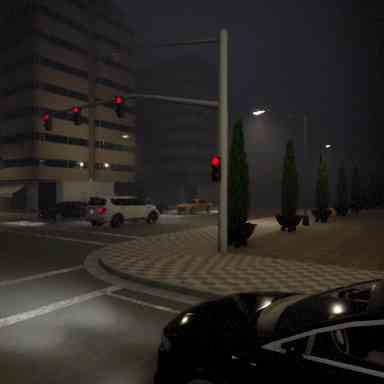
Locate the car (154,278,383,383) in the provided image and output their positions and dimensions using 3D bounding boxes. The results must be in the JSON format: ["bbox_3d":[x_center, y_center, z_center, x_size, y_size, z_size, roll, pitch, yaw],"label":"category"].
[{"bbox_3d":[1.853,1.492,2.652,4.902,1.511,2.128,0,0,36],"label":"car"}]

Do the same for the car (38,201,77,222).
[{"bbox_3d":[-10.212,1.560,27.513,1.837,1.490,4.892,0,0,35],"label":"car"}]

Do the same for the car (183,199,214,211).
[{"bbox_3d":[0.942,1.619,43.291,1.994,1.385,4.181,0,0,35],"label":"car"}]

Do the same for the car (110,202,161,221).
[{"bbox_3d":[-4.837,1.619,29.058,1.994,1.385,4.181,0,0,35],"label":"car"}]

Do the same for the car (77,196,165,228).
[{"bbox_3d":[-4.672,1.277,22.837,2.150,2.045,5.566,0,0,35],"label":"car"}]

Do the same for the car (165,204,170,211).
[{"bbox_3d":[-4.593,1.603,35.470,2.033,1.411,5.357,0,0,35],"label":"car"}]

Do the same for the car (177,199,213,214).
[{"bbox_3d":[0.311,1.533,36.346,1.882,1.535,5.008,0,0,35],"label":"car"}]
